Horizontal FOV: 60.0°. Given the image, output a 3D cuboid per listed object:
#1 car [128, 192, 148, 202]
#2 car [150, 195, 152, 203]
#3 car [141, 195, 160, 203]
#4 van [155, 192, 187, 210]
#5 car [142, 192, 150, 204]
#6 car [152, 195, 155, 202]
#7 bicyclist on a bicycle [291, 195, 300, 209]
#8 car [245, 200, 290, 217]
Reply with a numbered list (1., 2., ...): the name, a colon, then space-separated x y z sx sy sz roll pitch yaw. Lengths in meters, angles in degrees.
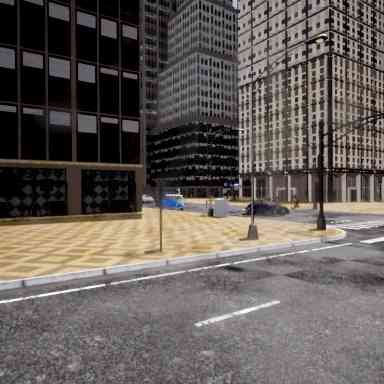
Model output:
1. car: -10.940 0.983 67.143 2.192 1.841 5.009 0 0 -34
2. car: -4.746 1.036 57.956 2.192 1.841 5.009 0 0 -34
3. car: -7.843 1.239 62.551 1.887 1.381 4.507 0 0 -34
4. van: -2.405 1.211 39.494 1.690 1.788 3.998 0 0 -34
5. car: -8.568 1.254 58.986 1.812 1.442 4.674 -1 1 -34
6. car: -2.852 1.043 44.787 2.150 2.045 5.566 -1 1 -34
7. bicyclist on a bicycle: 11.983 1.119 38.402 1.656 1.620 0.582 -1 1 -34
8. car: 6.826 1.472 30.430 1.994 1.385 4.181 -1 1 -34
